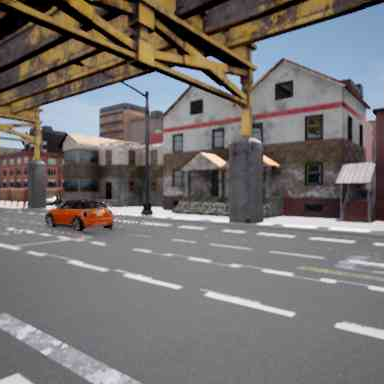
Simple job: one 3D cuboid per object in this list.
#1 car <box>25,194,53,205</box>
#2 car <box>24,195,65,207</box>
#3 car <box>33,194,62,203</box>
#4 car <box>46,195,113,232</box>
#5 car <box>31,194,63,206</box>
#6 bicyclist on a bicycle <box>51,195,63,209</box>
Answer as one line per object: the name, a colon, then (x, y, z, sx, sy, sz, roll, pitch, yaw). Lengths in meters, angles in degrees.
car: (-20.125, 1.015, 45.714, 4.536, 1.218, 1.853, 0, 0, -22)
car: (-20.173, 1.172, 45.696, 4.974, 1.542, 2.038, 0, 0, -22)
car: (-21.297, 0.993, 49.302, 1.853, 1.218, 4.536, 0, 0, 8)
car: (-6.643, 1.232, 19.438, 4.553, 1.767, 2.097, 0, 1, 41)
car: (-21.304, 1.151, 49.251, 2.038, 1.542, 4.974, 0, 0, 8)
bicyclist on a bicycle: (-13.925, 1.091, 34.621, 0.582, 1.620, 1.656, 0, 1, 38)
